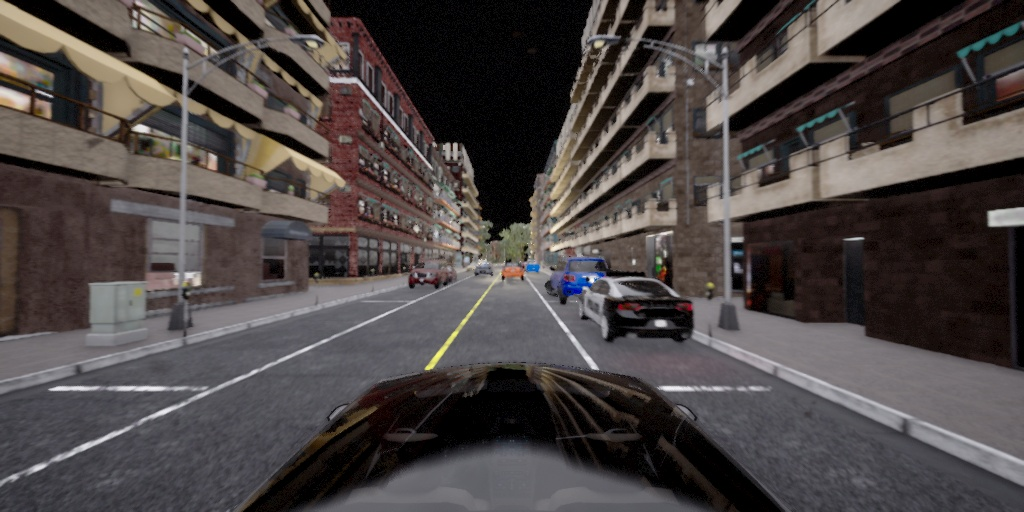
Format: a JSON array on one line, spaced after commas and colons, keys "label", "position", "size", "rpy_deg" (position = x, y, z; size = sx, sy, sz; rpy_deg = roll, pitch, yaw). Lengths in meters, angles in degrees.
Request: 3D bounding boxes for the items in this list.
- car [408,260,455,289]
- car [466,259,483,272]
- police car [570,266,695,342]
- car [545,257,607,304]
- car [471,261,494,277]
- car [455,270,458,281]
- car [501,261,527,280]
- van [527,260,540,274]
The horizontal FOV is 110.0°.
[{"label": "car", "position": [-5.686, 1.221, 25.040], "size": [2.192, 1.841, 5.009], "rpy_deg": [0, 0, 0]}, {"label": "car", "position": [-5.682, 1.618, 52.724], "size": [1.751, 1.417, 4.829], "rpy_deg": [0, 0, 0]}, {"label": "police car", "position": [3.135, 1.231, 10.143], "size": [1.930, 1.638, 5.238], "rpy_deg": [0, 0, 0]}, {"label": "car", "position": [3.095, 1.075, 17.104], "size": [2.150, 2.045, 5.566], "rpy_deg": [0, 0, -1]}, {"label": "car", "position": [-3.078, 1.569, 39.789], "size": [1.994, 1.385, 4.181], "rpy_deg": [0, 0, 0]}, {"label": "car", "position": [-5.685, 1.525, 30.611], "size": [1.802, 1.307, 4.207], "rpy_deg": [0, 0, 0]}, {"label": "car", "position": [0.078, 1.319, 34.154], "size": [2.097, 1.767, 4.553], "rpy_deg": [0, 0, 0]}, {"label": "van", "position": [2.701, 1.396, 47.283], "size": [1.690, 1.789, 3.998], "rpy_deg": [0, 0, 0]}]
